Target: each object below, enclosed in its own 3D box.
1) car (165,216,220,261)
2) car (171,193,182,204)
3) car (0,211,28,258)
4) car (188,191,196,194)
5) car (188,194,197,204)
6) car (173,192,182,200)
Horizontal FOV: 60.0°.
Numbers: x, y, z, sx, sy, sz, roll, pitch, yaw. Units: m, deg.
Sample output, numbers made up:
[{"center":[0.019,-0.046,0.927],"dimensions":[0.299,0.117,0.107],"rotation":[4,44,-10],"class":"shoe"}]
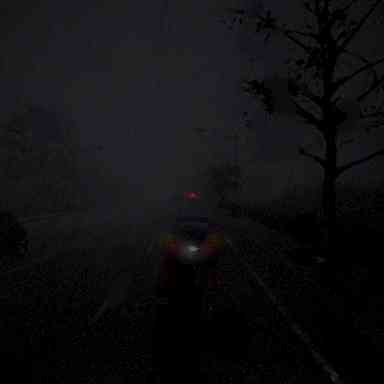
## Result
[{"center":[0.012,1.610,12.543],"dimensions":[1.812,1.442,4.674],"rotation":[0,0,0],"class":"car"},{"center":[-3.425,1.657,70.064],"dimensions":[1.837,1.490,4.892],"rotation":[0,3,0],"class":"car"},{"center":[-7.081,1.413,10.327],"dimensions":[2.097,1.767,4.553],"rotation":[0,0,0],"class":"car"},{"center":[0.087,0.736,80.462],"dimensions":[2.150,2.045,5.566],"rotation":[0,3,0],"class":"car"},{"center":[0.075,1.737,70.443],"dimensions":[1.895,1.301,4.718],"rotation":[0,3,0],"class":"car"},{"center":[-3.413,0.988,80.447],"dimensions":[1.882,1.535,5.008],"rotation":[0,3,0],"class":"car"}]
